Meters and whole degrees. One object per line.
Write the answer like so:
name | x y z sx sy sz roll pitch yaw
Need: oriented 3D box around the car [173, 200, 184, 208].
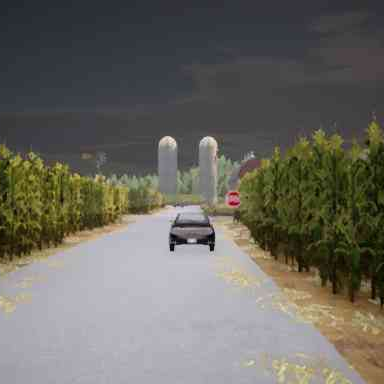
car | -3.100 2.831 77.778 2.150 2.045 5.566 0 -1 0

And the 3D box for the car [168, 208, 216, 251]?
car | 0.000 1.647 14.668 2.128 1.511 4.902 0 -2 0
